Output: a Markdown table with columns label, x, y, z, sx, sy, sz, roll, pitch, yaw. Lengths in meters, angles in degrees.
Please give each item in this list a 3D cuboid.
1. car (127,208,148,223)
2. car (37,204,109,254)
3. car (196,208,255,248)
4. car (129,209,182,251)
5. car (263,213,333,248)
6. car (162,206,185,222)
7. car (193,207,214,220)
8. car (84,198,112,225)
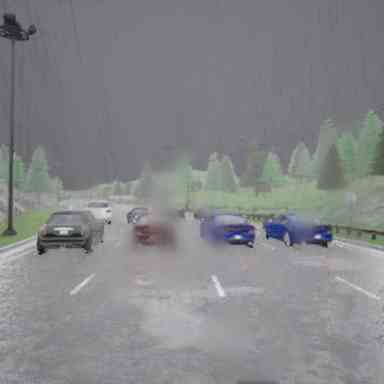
| label | x | y | z | sx | sy | sz | roll | pitch | yaw |
| --- | --- | --- | --- | --- | --- | --- | --- | --- | --- |
| car | -4.475 | 2.065 | 28.721 | 2.033 | 1.411 | 5.357 | 1 | -1 | -16 |
| car | -5.195 | 1.608 | 14.899 | 2.097 | 1.767 | 4.553 | 0 | -1 | -7 |
| car | 1.633 | 1.797 | 16.601 | 1.882 | 1.535 | 5.008 | 0 | -1 | -7 |
| car | -1.764 | 1.765 | 15.668 | 1.882 | 1.535 | 5.008 | 0 | -2 | -7 |
| car | 5.125 | 1.817 | 16.827 | 1.882 | 1.535 | 5.008 | 0 | -1 | -7 |
| car | -2.084 | 2.082 | 32.816 | 1.882 | 1.535 | 5.008 | 1 | -1 | -17 |
| car | 1.532 | 2.188 | 32.937 | 1.994 | 1.385 | 4.181 | 1 | -1 | -17 |
| car | -8.174 | 1.727 | 28.869 | 2.150 | 2.045 | 5.566 | 1 | -1 | -17 |
